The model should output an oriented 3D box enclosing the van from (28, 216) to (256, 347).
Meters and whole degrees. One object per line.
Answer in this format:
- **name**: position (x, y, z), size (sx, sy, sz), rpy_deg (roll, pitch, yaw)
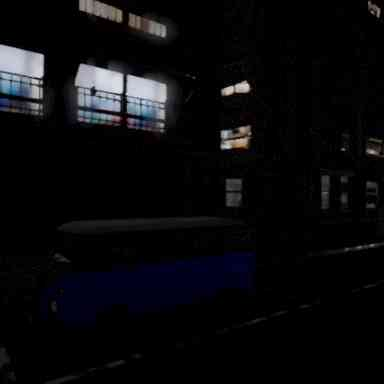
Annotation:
- **van**: position (-0.652, 1.370, 6.090), size (3.998, 1.788, 1.690), rpy_deg (1, 0, -36)
